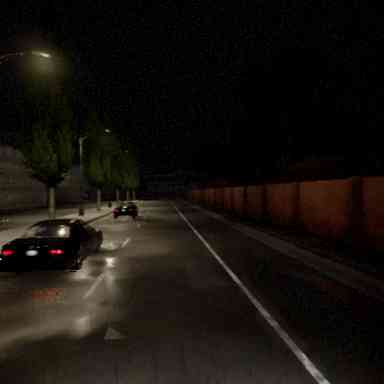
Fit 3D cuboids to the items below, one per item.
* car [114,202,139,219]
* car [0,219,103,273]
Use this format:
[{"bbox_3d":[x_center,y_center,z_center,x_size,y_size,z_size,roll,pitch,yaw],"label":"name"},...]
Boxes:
[{"bbox_3d":[-6.032,1.624,30.680,2.033,1.411,5.357,-1,0,-5],"label":"car"},{"bbox_3d":[-4.281,1.603,10.946,2.033,1.411,5.357,-1,0,-5],"label":"car"}]
